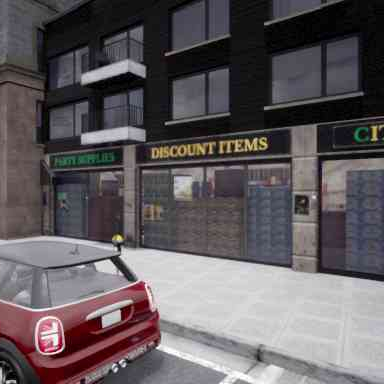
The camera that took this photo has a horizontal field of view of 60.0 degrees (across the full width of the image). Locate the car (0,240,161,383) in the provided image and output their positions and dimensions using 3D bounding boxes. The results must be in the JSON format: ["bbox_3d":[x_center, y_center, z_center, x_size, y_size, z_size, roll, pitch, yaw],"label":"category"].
[{"bbox_3d":[-2.477,1.440,4.848,4.097,1.590,1.967,0,0,36],"label":"car"}]
